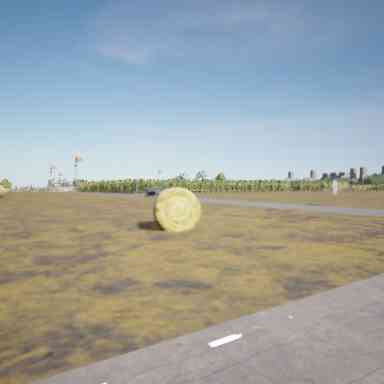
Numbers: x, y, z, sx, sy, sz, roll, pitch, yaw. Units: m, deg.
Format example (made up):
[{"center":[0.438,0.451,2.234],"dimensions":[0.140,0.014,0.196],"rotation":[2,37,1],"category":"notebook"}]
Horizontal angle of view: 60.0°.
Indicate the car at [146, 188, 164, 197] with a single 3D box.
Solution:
[{"center":[-6.141,0.016,57.792],"dimensions":[2.097,1.767,4.553],"rotation":[1,1,-35],"category":"car"}]
